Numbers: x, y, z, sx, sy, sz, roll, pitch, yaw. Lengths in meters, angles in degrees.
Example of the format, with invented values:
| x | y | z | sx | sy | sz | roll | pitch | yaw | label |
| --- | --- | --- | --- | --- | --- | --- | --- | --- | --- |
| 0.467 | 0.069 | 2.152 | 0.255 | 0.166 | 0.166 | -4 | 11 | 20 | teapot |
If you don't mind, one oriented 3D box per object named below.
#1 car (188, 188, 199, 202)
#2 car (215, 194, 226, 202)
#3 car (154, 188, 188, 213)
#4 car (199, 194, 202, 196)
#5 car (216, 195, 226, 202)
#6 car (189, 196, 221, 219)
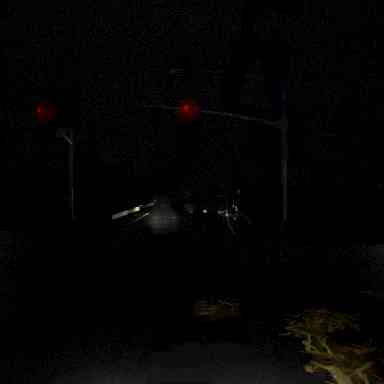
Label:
| x | y | z | sx | sy | sz | roll | pitch | yaw | label |
| --- | --- | --- | --- | --- | --- | --- | --- | --- | --- |
| -0.844 | 0.513 | 42.819 | 2.150 | 2.045 | 5.566 | 0 | 0 | 7 | car |
| 4.772 | 1.105 | 58.287 | 1.812 | 1.442 | 4.674 | 0 | -2 | 7 | car |
| -2.055 | 0.811 | 31.541 | 2.150 | 2.045 | 5.566 | 0 | 3 | 6 | car |
| 0.860 | 1.027 | 55.856 | 2.033 | 1.411 | 5.357 | 0 | -2 | 8 | car |
| 5.993 | 1.356 | 68.381 | 1.882 | 1.535 | 5.008 | 0 | -1 | 6 | car |
| 1.157 | 1.342 | 27.418 | 1.994 | 1.385 | 4.181 | 0 | 3 | 5 | car |
